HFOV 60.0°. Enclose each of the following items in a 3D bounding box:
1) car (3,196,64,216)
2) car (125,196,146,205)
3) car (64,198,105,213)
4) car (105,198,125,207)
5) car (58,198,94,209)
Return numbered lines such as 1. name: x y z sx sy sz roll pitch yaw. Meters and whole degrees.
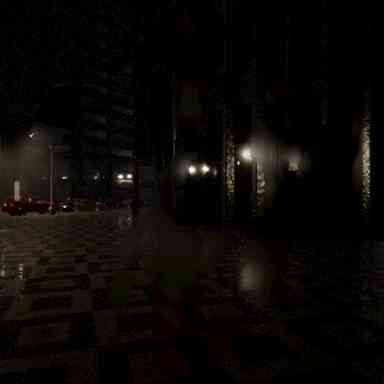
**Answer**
1. car: -15.398 1.324 31.914 2.192 1.841 5.009 0 0 35
2. car: -9.564 1.430 55.338 1.967 1.590 4.097 0 0 35
3. car: -12.190 1.571 36.553 1.947 1.339 4.313 0 0 35
4. car: -12.772 1.575 50.700 1.802 1.307 4.206 0 0 35
5. car: -15.979 1.541 46.062 1.887 1.381 4.507 0 0 35
